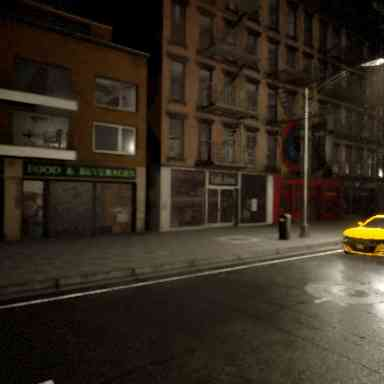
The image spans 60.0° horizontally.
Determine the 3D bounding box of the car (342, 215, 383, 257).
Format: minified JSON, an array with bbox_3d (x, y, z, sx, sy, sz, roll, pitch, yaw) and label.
[{"bbox_3d":[7.764,1.617,12.807,5.008,1.535,1.882,1,0,-36],"label":"car"}]
